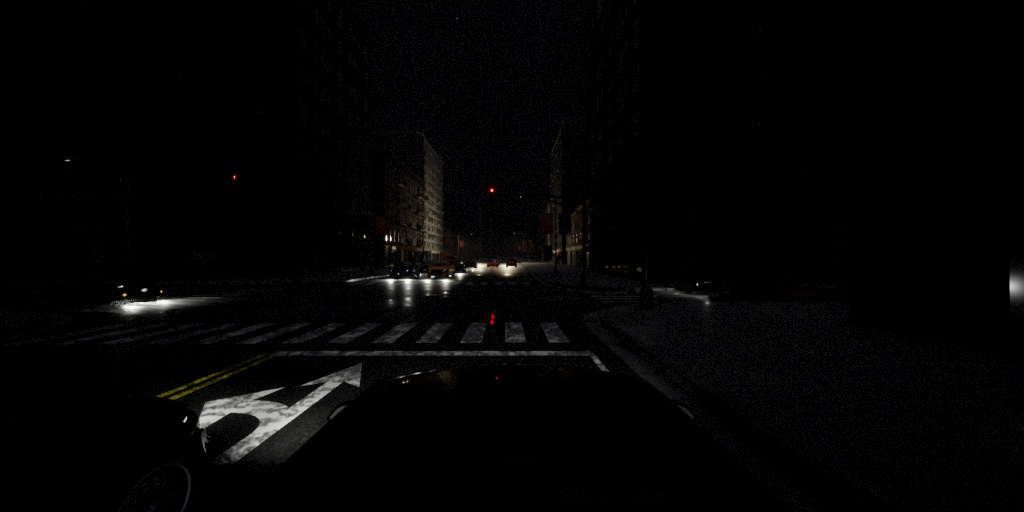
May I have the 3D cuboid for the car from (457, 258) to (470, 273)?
[{"bbox_3d":[-6.663,1.310,43.114,1.994,1.385,4.181,0,0,0],"label":"car"}]

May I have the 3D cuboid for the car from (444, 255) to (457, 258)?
[{"bbox_3d":[-9.923,0.953,57.564,2.150,2.045,5.566,0,1,0],"label":"car"}]

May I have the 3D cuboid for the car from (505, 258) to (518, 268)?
[{"bbox_3d":[-0.093,1.245,62.235,1.837,1.490,4.892,0,0,0],"label":"car"}]

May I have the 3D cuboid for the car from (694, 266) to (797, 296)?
[{"bbox_3d":[12.430,1.294,19.298,4.892,1.490,1.837,0,0,1],"label":"car"}]

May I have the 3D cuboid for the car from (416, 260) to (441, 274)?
[{"bbox_3d":[-9.909,1.272,42.864,1.812,1.442,4.674,0,0,0],"label":"car"}]

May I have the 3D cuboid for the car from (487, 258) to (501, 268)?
[{"bbox_3d":[-3.344,1.341,62.677,1.895,1.301,4.718,0,0,0],"label":"car"}]

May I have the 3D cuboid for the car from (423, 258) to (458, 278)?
[{"bbox_3d":[-6.647,1.226,33.921,1.882,1.535,5.008,0,0,0],"label":"car"}]

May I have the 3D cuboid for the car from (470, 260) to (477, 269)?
[{"bbox_3d":[-6.672,1.304,57.052,1.994,1.385,4.181,0,0,0],"label":"car"}]

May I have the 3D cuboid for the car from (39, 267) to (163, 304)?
[{"bbox_3d":[-18.016,1.307,15.832,4.181,1.385,1.994,0,0,6],"label":"car"}]

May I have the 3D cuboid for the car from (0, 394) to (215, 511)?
[{"bbox_3d":[-3.243,1.276,0.818,1.812,1.442,4.674,0,0,0],"label":"car"}]

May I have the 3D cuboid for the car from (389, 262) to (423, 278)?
[{"bbox_3d":[-9.897,1.274,33.546,1.812,1.442,4.674,0,0,0],"label":"car"}]
